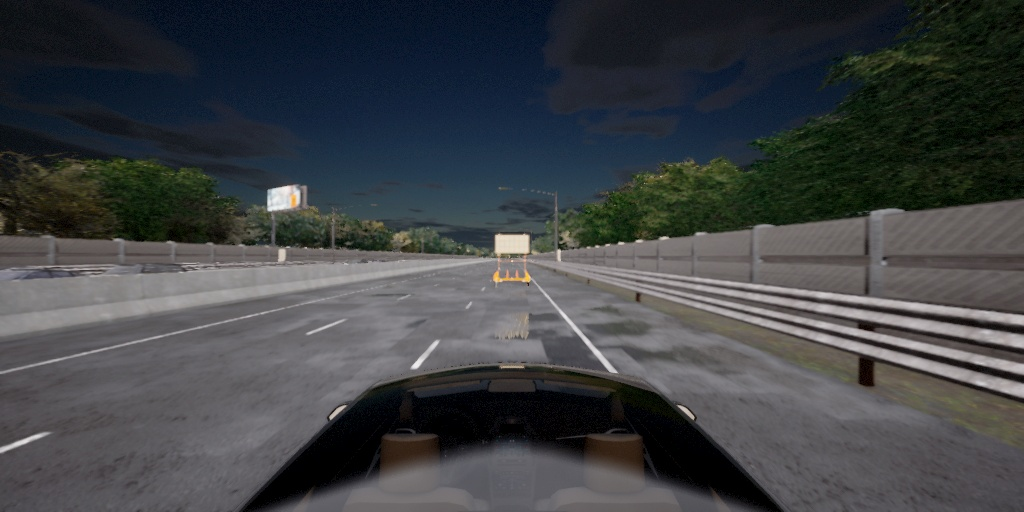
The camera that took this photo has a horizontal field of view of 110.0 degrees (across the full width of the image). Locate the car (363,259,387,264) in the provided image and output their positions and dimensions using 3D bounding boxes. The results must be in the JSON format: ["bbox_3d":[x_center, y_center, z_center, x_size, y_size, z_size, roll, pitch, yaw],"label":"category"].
[{"bbox_3d":[-20.998,1.407,56.521,2.033,1.411,5.357,0,0,1],"label":"car"}]

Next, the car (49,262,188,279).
[{"bbox_3d":[-17.579,1.116,16.782,2.097,1.767,4.553,0,0,0],"label":"car"}]

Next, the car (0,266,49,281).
[{"bbox_3d":[-21.086,1.311,15.733,2.033,1.411,5.357,0,0,0],"label":"car"}]

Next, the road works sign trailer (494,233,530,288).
[{"bbox_3d":[0.009,0.237,24.191,2.380,3.560,2.880,0,0,0],"label":"road works sign trailer"}]

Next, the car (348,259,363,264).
[{"bbox_3d":[-24.497,1.220,57.182,2.097,1.767,4.553,0,0,0],"label":"car"}]
